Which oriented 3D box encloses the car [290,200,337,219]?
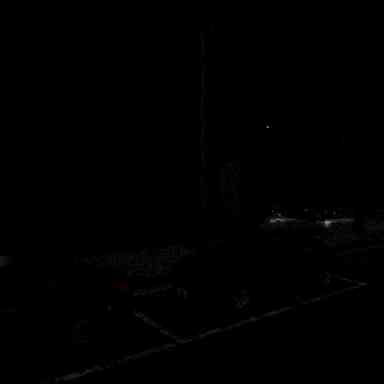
[{"bbox_3d":[10.246,1.477,29.206,1.837,1.490,4.892,0,1,-36],"label":"car"}]

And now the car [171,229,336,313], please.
[{"bbox_3d":[1.583,1.565,7.663,4.313,1.339,1.947,0,0,-35],"label":"car"}]

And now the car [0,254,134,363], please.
[{"bbox_3d":[-2.855,1.582,4.498,4.206,1.307,1.802,0,0,-35],"label":"car"}]

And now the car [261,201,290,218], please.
[{"bbox_3d":[5.743,1.521,29.861,2.033,1.411,5.357,0,0,-36],"label":"car"}]
